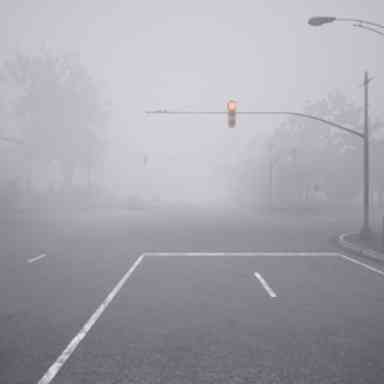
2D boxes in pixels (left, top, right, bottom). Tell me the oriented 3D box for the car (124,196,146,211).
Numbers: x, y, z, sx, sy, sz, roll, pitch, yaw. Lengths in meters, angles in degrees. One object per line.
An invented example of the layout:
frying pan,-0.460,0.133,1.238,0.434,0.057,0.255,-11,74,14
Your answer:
car,-6.934,1.308,40.698,2.097,1.767,4.553,0,0,0

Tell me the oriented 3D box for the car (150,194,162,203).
car,-7.059,1.124,66.238,2.097,1.767,4.553,0,0,-2
